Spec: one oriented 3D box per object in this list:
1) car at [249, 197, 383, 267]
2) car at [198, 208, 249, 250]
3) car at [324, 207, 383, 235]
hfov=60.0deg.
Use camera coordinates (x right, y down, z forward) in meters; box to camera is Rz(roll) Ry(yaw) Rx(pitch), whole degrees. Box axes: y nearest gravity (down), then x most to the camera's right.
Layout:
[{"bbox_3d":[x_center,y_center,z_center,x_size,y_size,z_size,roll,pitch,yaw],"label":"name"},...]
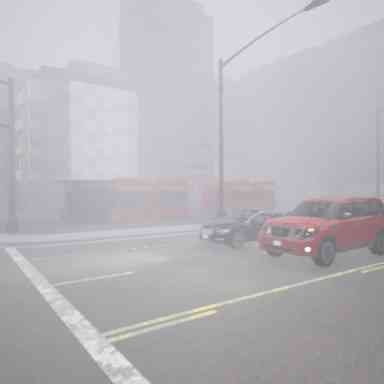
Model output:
[{"bbox_3d":[4.857,1.211,11.721,5.566,2.045,2.150,0,0,-35],"label":"car"},{"bbox_3d":[2.523,1.474,14.353,4.902,1.511,2.128,0,0,-35],"label":"car"},{"bbox_3d":[10.074,1.621,19.735,4.718,1.301,1.895,0,0,-35],"label":"car"}]
